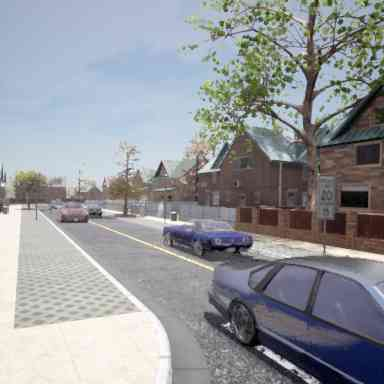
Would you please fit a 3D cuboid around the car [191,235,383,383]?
[{"bbox_3d":[2.145,1.606,4.166,2.033,1.411,5.357,1,-1,-27],"label":"car"}]

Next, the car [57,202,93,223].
[{"bbox_3d":[-10.173,1.656,28.338,2.097,1.767,4.553,2,-1,-27],"label":"car"}]

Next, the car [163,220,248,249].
[{"bbox_3d":[0.415,1.824,14.048,1.895,1.301,4.718,2,-1,-27],"label":"car"}]

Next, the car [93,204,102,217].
[{"bbox_3d":[-11.354,2.023,37.109,2.033,1.411,5.357,2,-2,-27],"label":"car"}]
